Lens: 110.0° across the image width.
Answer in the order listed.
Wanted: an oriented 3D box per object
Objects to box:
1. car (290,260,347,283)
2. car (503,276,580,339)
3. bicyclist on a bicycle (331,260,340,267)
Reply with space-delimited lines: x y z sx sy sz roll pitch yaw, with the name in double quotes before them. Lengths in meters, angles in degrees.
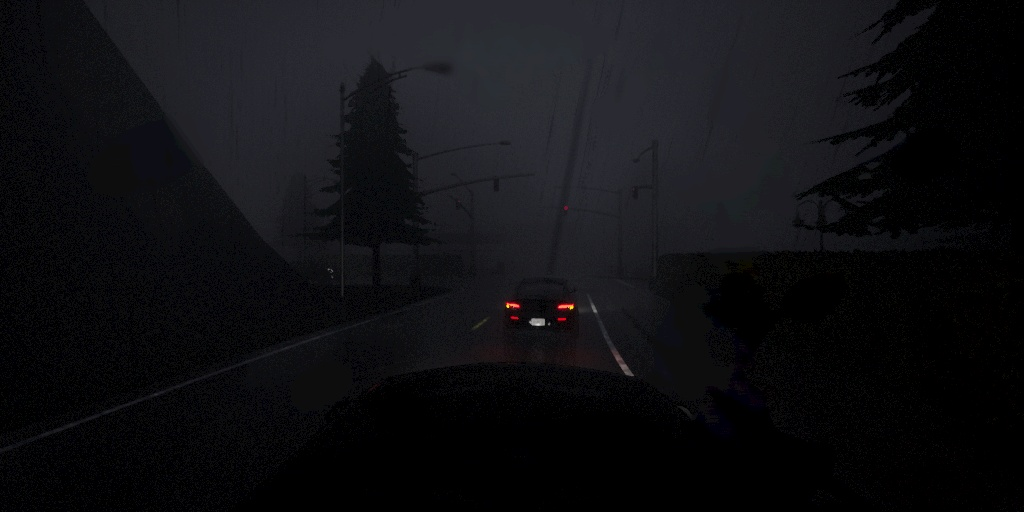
"car" -15.341 1.101 27.955 4.553 1.767 2.097 0 0 9
"car" 0.921 1.275 10.097 1.812 1.442 4.674 0 0 9
"bicyclist on a bicycle" -17.361 1.202 35.377 0.582 1.620 1.656 0 0 8
